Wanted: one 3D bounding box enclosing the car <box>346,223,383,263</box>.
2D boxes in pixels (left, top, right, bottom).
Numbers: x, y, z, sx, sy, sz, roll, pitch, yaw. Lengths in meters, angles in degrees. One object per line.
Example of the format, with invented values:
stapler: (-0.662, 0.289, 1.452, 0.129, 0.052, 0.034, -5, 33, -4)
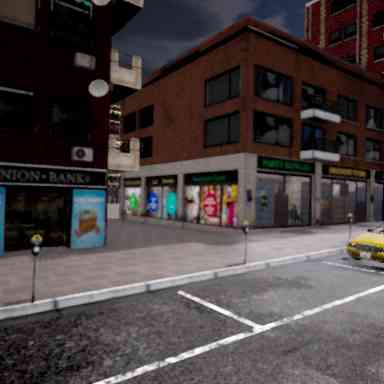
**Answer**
car: (7.018, 1.522, 11.075, 4.829, 1.417, 1.752, 0, 2, -35)
